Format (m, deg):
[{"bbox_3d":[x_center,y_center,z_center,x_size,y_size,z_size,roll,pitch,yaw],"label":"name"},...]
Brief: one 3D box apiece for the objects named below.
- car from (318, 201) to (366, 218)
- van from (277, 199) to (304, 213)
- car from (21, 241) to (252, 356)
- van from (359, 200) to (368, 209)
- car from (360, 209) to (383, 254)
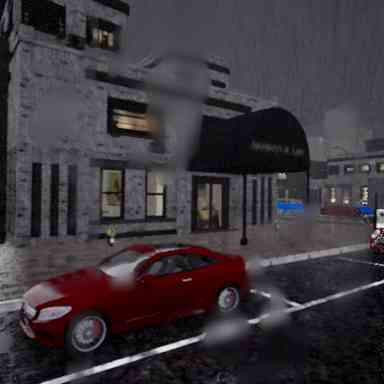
[{"bbox_3d":[15.644,1.915,35.389,1.994,1.385,4.181,1,-1,-36],"label":"car"},{"bbox_3d":[12.761,1.790,43.945,1.690,1.788,3.998,1,-1,-36],"label":"van"},{"bbox_3d":[-0.737,1.608,6.028,4.206,1.307,1.802,1,0,-36],"label":"car"},{"bbox_3d":[19.245,1.761,35.005,1.690,1.788,3.998,1,-1,-36],"label":"van"},{"bbox_3d":[8.537,1.575,12.648,4.097,1.590,1.967,1,0,-36],"label":"car"}]
